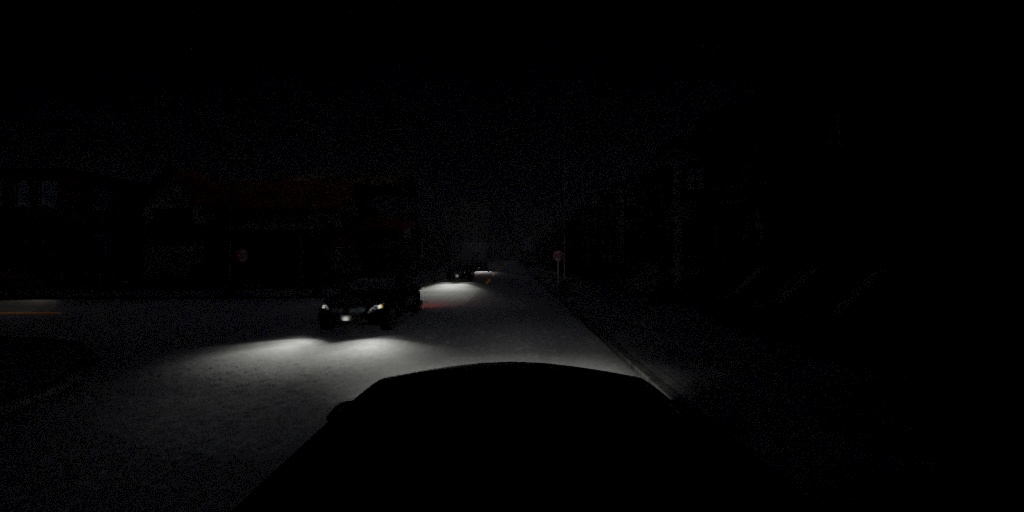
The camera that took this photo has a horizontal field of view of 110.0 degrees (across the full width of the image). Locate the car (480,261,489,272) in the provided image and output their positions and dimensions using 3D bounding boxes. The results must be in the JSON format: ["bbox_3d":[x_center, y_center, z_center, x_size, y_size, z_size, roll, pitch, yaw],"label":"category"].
[{"bbox_3d":[-4.154,1.314,47.226,1.994,1.385,4.181,0,0,0],"label":"car"}]

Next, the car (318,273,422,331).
[{"bbox_3d":[-4.118,1.275,11.196,1.812,1.442,4.674,0,0,0],"label":"car"}]

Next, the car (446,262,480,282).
[{"bbox_3d":[-4.145,1.240,29.511,2.128,1.511,4.902,0,0,0],"label":"car"}]

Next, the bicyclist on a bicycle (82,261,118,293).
[{"bbox_3d":[-21.605,1.099,18.841,0.582,1.620,1.656,0,0,0],"label":"bicyclist on a bicycle"}]
